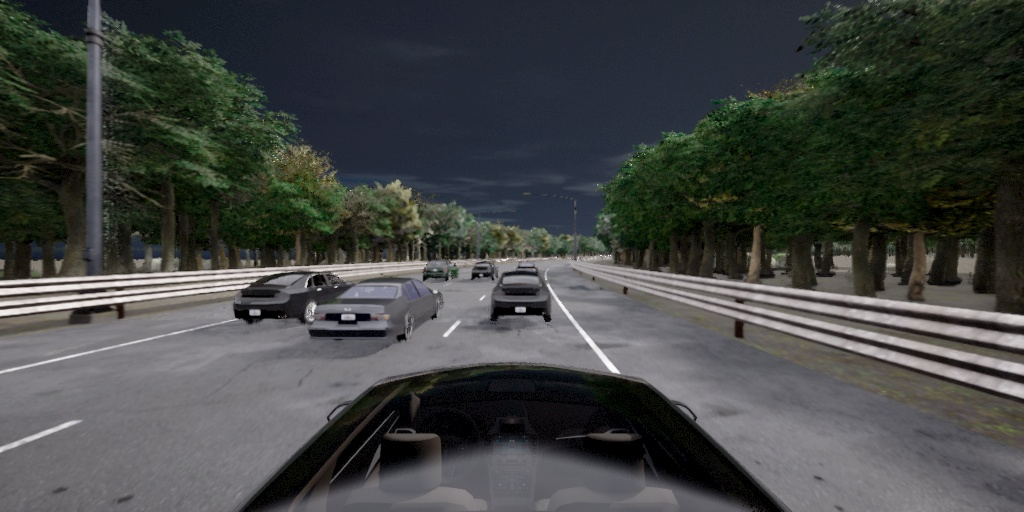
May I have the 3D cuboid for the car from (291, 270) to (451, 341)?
[{"bbox_3d":[-3.275,1.292,9.810,2.033,1.411,5.357,0,0,1],"label":"car"}]

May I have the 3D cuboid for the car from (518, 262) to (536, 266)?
[{"bbox_3d":[1.291,1.243,30.669,2.128,1.511,4.902,0,0,4],"label":"car"}]

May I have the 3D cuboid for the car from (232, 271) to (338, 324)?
[{"bbox_3d":[-6.705,1.244,11.864,1.837,1.490,4.892,0,0,2],"label":"car"}]

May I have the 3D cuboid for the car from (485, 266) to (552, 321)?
[{"bbox_3d":[0.324,1.254,12.470,1.837,1.490,4.892,0,0,2],"label":"car"}]

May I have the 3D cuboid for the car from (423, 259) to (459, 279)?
[{"bbox_3d":[-5.792,1.094,29.766,2.097,1.767,4.553,0,0,4],"label":"car"}]

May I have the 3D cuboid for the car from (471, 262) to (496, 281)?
[{"bbox_3d":[-2.235,1.252,30.470,1.837,1.490,4.892,0,0,4],"label":"car"}]
